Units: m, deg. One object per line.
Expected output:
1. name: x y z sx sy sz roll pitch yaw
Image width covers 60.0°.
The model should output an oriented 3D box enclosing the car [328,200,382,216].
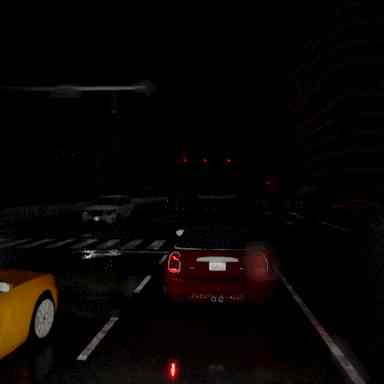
1. car: 16.300 1.531 33.402 5.008 1.535 1.882 0 0 5

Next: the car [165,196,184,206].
1. car: -2.930 1.349 52.939 2.097 1.767 4.553 0 0 5

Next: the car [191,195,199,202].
1. car: 0.126 1.495 75.234 1.837 1.490 4.892 0 0 17

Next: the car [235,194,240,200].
1. car: 13.690 1.350 90.326 4.553 1.767 2.097 0 0 -41

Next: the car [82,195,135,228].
1. car: -5.410 1.229 22.358 2.150 2.045 5.566 0 0 5

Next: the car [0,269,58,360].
1. car: -3.269 1.477 3.472 1.882 1.535 5.008 0 0 5

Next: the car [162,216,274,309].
1. car: 0.644 1.352 8.079 2.097 1.767 4.553 0 0 5

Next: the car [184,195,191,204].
1. car: -1.942 1.474 64.161 1.882 1.535 5.008 0 0 6
